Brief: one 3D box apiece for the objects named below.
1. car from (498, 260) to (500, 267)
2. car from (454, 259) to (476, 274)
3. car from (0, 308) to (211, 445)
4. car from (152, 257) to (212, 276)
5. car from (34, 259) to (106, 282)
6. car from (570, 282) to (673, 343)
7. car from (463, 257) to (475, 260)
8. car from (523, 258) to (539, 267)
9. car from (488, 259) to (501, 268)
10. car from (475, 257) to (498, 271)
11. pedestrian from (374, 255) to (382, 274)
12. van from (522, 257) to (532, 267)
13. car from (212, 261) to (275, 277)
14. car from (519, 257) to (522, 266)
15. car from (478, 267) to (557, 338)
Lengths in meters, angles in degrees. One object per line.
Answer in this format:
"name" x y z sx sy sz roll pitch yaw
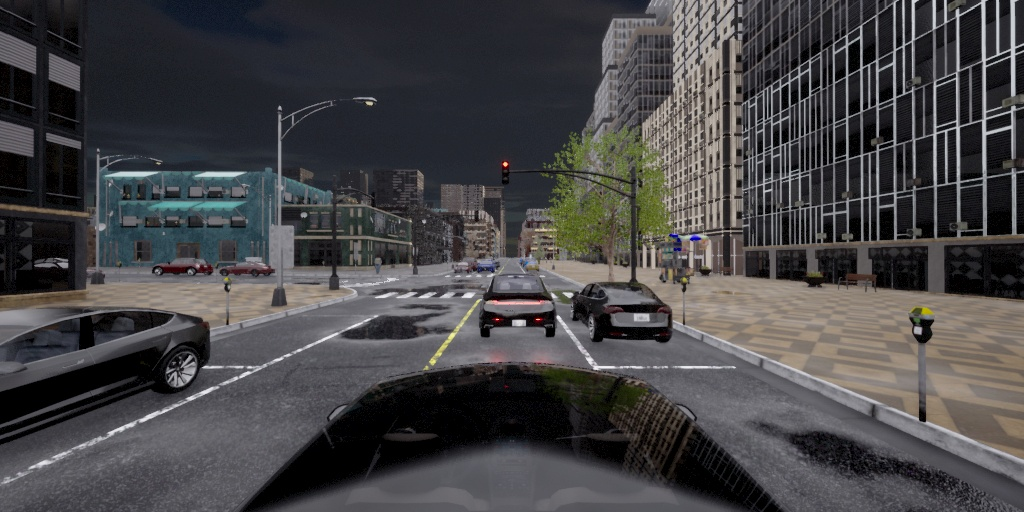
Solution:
"car" -3.057 1.320 53.538 1.994 1.385 4.181 0 0 1
"car" -5.673 1.336 42.015 1.802 1.307 4.207 0 0 0
"car" -5.689 1.316 4.000 1.948 1.339 4.313 0 0 0
"car" -28.357 0.880 30.860 4.097 1.591 1.967 0 0 -1
"car" -28.242 0.981 22.481 4.207 1.307 1.802 0 0 -1
"car" 2.694 1.316 9.536 1.948 1.339 4.313 0 0 0
"car" -5.670 1.069 47.566 2.192 1.841 5.009 0 0 0
"car" 2.710 1.280 47.735 1.751 1.417 4.829 0 0 0
"car" -3.034 1.305 63.986 2.033 1.411 5.357 0 0 1
"car" -3.083 1.232 43.687 1.882 1.535 5.008 0 0 0
"pedestrian" -12.736 0.790 34.023 0.375 1.860 0.375 0 -1 -1
"van" 2.713 1.096 53.116 1.690 1.789 3.998 0 0 0
"car" -22.809 1.091 30.936 4.207 1.307 1.802 0 0 -1
"car" 2.717 1.308 64.218 2.007 1.370 4.403 0 0 0
"car" 0.114 1.242 10.207 2.128 1.511 4.902 0 0 -1
